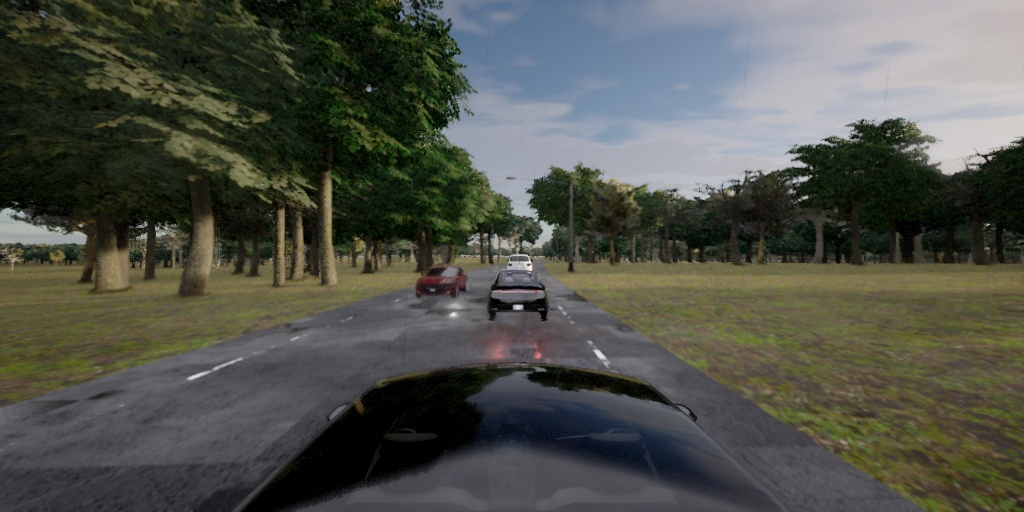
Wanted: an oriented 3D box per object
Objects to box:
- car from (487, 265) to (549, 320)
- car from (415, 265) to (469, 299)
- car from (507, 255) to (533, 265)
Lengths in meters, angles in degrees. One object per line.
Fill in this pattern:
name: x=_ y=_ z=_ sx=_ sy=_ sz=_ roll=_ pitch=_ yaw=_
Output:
car: x=0.202 y=1.232 z=12.566 sx=2.128 sy=1.511 sz=4.902 roll=0 pitch=0 yaw=1
car: x=-3.387 y=1.204 z=18.072 sx=1.882 sy=1.535 sz=5.008 roll=0 pitch=0 yaw=1
car: x=0.730 y=0.890 z=32.768 sx=2.150 sy=2.045 sz=5.566 roll=0 pitch=0 yaw=2
